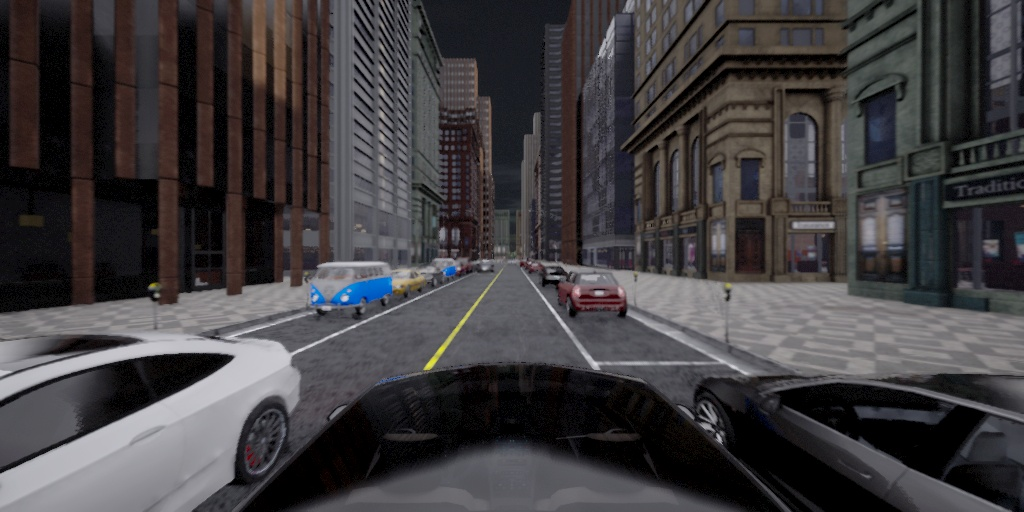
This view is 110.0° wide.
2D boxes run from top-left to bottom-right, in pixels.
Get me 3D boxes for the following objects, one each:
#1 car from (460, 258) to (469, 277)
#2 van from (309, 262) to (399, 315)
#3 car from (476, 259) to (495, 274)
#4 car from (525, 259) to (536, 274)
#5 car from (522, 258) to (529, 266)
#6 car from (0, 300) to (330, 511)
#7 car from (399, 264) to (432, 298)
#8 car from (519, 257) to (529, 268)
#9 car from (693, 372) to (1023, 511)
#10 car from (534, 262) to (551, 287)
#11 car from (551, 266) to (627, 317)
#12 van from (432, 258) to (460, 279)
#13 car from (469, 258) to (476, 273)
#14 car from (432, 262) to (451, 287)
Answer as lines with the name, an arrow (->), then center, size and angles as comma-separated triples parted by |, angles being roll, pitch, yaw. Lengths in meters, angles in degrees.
car -> -5.761, 1.226, 35.795 | 1.967, 1.591, 4.097 | 0, 0, 0
van -> -5.763, 1.101, 13.249 | 1.690, 1.789, 3.998 | 0, 0, 0
car -> -3.083, 1.287, 43.206 | 2.128, 1.511, 4.902 | 0, 0, 0
car -> 2.765, 1.375, 41.437 | 1.802, 1.307, 4.207 | 0, 0, 0
car -> 2.766, 1.390, 52.710 | 1.802, 1.307, 4.207 | 0, 0, 0
car -> -3.101, 1.276, 1.930 | 1.812, 1.442, 4.674 | 0, 0, 0
car -> -5.762, 1.292, 18.716 | 1.751, 1.417, 4.829 | 0, 0, 0
car -> 2.364, 1.305, 65.236 | 1.882, 1.535, 5.008 | 0, 0, 0
car -> 2.762, 1.316, 1.984 | 1.948, 1.339, 4.313 | 0, 0, 0
car -> 2.763, 1.337, 24.528 | 1.948, 1.339, 4.313 | 0, 0, 0
car -> 2.763, 1.200, 13.255 | 1.967, 1.591, 4.097 | 0, 0, 0
van -> -5.761, 1.120, 30.158 | 1.690, 1.789, 3.998 | 0, 0, 0
car -> -5.760, 1.109, 41.432 | 2.192, 1.841, 5.009 | 0, 0, 0
car -> -5.762, 1.323, 24.522 | 2.007, 1.370, 4.403 | 0, 0, 0
